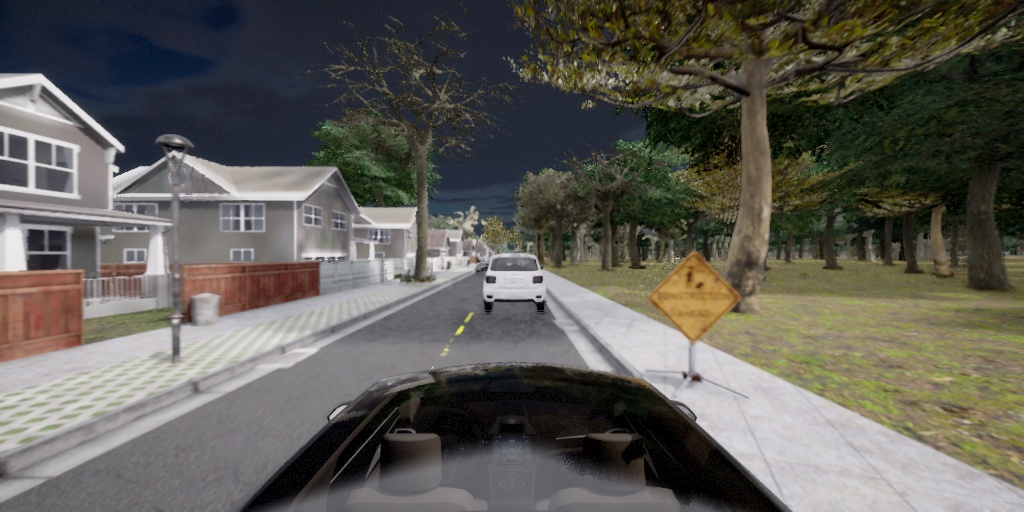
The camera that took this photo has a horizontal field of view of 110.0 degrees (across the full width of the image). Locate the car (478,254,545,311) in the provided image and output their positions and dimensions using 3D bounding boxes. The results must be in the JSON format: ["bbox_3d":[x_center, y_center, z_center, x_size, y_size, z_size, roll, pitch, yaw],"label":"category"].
[{"bbox_3d":[0.097,0.935,14.323,2.150,2.045,5.566,0,0,1],"label":"car"}]

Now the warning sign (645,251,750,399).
[{"bbox_3d":[2.517,0.856,5.016,1.300,1.860,1.060,0,0,0],"label":"warning sign"}]

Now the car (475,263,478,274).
[{"bbox_3d":[-2.844,1.217,38.570,1.994,1.385,4.181,0,0,0],"label":"car"}]
